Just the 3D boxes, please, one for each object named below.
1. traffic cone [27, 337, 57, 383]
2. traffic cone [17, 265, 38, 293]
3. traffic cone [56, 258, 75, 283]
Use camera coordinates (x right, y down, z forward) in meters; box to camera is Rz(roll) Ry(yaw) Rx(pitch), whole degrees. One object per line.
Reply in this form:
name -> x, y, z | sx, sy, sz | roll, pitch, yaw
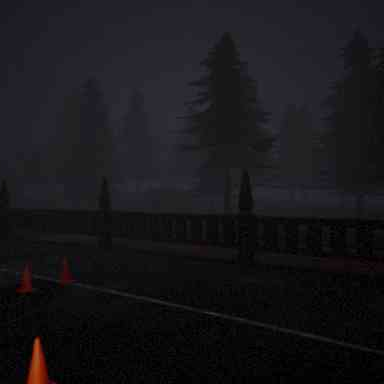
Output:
traffic cone -> -1.785, 1.985, 3.854 | 0.340, 0.580, 0.340 | -1, 0, 36
traffic cone -> -3.871, 2.020, 7.810 | 0.340, 0.580, 0.340 | -1, 0, 36
traffic cone -> -3.288, 2.018, 8.623 | 0.340, 0.580, 0.340 | -1, 0, 36
